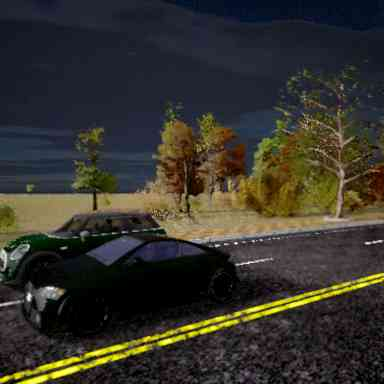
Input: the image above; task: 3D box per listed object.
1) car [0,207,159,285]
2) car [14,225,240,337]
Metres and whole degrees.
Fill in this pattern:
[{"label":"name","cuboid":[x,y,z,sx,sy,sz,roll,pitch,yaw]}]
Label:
[{"label":"car","cuboid":[-2.853,1.373,9.400,4.553,1.767,2.097,-1,0,-33]},{"label":"car","cuboid":[-1.064,1.568,6.686,4.181,1.385,1.994,-1,0,-33]}]
